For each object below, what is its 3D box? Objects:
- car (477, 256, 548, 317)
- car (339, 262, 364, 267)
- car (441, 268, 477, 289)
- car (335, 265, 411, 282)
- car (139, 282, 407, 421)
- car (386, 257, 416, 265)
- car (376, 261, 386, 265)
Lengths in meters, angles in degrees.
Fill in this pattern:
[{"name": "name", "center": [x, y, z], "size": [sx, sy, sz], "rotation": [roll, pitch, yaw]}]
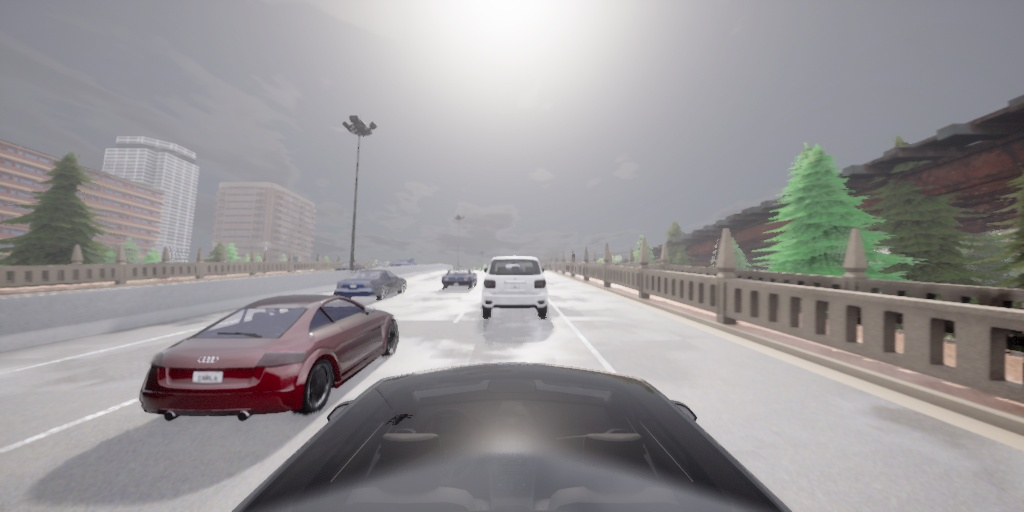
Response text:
[{"name": "car", "center": [0.089, 1.032, 13.532], "size": [2.150, 2.045, 5.566], "rotation": [0, 0, 0]}, {"name": "car", "center": [-21.120, 1.534, 47.018], "size": [2.033, 1.411, 5.357], "rotation": [0, 0, 0]}, {"name": "car", "center": [-3.422, 1.468, 24.235], "size": [1.895, 1.301, 4.718], "rotation": [0, 0, 0]}, {"name": "car", "center": [-6.921, 1.382, 18.128], "size": [2.033, 1.411, 5.357], "rotation": [0, 0, 0]}, {"name": "car", "center": [-3.410, 1.334, 6.027], "size": [1.994, 1.385, 4.181], "rotation": [0, 0, 0]}, {"name": "car", "center": [-14.124, 1.208, 46.974], "size": [2.150, 2.045, 5.566], "rotation": [0, 0, 0]}, {"name": "car", "center": [-17.609, 1.497, 49.808], "size": [2.128, 1.511, 4.902], "rotation": [0, -1, 0]}]
